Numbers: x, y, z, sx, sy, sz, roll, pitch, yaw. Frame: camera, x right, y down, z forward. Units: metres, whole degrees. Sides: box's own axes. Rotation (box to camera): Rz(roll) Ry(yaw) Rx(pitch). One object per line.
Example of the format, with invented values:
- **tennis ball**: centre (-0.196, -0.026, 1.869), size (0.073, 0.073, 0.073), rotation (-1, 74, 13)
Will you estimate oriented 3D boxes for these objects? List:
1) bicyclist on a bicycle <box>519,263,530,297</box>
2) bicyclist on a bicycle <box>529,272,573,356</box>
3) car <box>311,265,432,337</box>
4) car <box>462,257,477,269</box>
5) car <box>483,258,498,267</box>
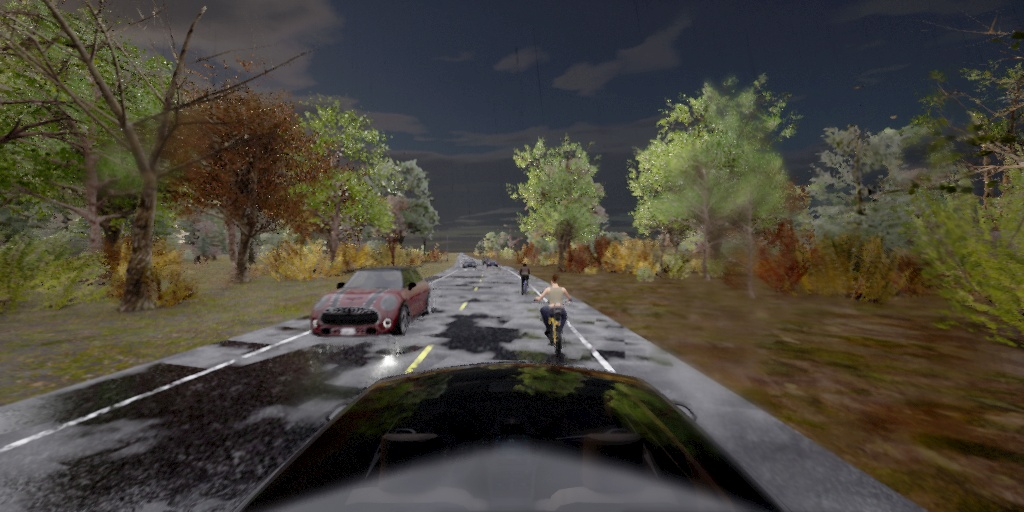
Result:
- **bicyclist on a bicycle**: centre (0.647, 1.196, 18.001), size (0.582, 1.620, 1.656), rotation (0, 0, -2)
- **bicyclist on a bicycle**: centre (0.906, 1.185, 7.671), size (0.866, 1.612, 1.509), rotation (0, 0, -1)
- **car**: centre (-3.724, 1.099, 10.295), size (2.097, 1.767, 4.553), rotation (0, 0, -1)
- **car**: centre (-6.355, 1.248, 54.002), size (1.994, 1.385, 4.181), rotation (0, 0, -6)
- **car**: centre (-3.440, 1.266, 61.245), size (1.895, 1.301, 4.718), rotation (0, 0, -6)
